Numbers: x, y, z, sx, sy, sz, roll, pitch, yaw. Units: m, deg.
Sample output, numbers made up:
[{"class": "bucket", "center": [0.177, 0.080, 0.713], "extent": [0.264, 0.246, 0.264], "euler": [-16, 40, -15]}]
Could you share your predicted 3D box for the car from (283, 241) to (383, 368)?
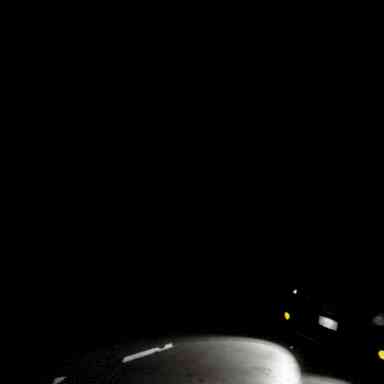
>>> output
[{"class": "car", "center": [3.490, 1.559, 5.491], "extent": [4.181, 1.385, 1.994], "euler": [0, 0, -32]}]
